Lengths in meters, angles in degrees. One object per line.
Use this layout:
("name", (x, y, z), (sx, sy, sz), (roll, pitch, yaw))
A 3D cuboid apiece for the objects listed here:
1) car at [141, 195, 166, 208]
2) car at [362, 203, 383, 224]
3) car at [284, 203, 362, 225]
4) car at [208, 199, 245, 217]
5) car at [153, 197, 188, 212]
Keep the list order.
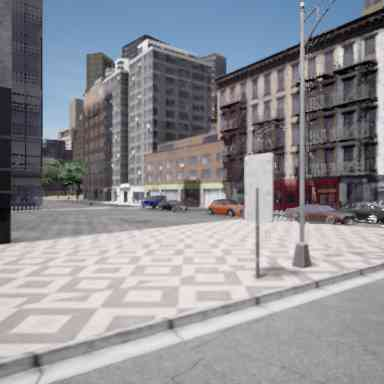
("car", (-5.723, 1.513, 51.009), (2.150, 2.045, 5.566), (0, 0, -36))
("car", (12.861, 1.589, 25.365), (1.837, 1.490, 4.892), (1, -1, -33))
("car", (9.447, 1.637, 24.996), (2.033, 1.411, 5.357), (0, -1, -33))
("car", (3.613, 1.513, 32.928), (2.097, 1.767, 4.553), (0, 0, -36))
("car", (-2.375, 1.717, 41.121), (2.128, 1.511, 4.902), (0, 0, -36))
